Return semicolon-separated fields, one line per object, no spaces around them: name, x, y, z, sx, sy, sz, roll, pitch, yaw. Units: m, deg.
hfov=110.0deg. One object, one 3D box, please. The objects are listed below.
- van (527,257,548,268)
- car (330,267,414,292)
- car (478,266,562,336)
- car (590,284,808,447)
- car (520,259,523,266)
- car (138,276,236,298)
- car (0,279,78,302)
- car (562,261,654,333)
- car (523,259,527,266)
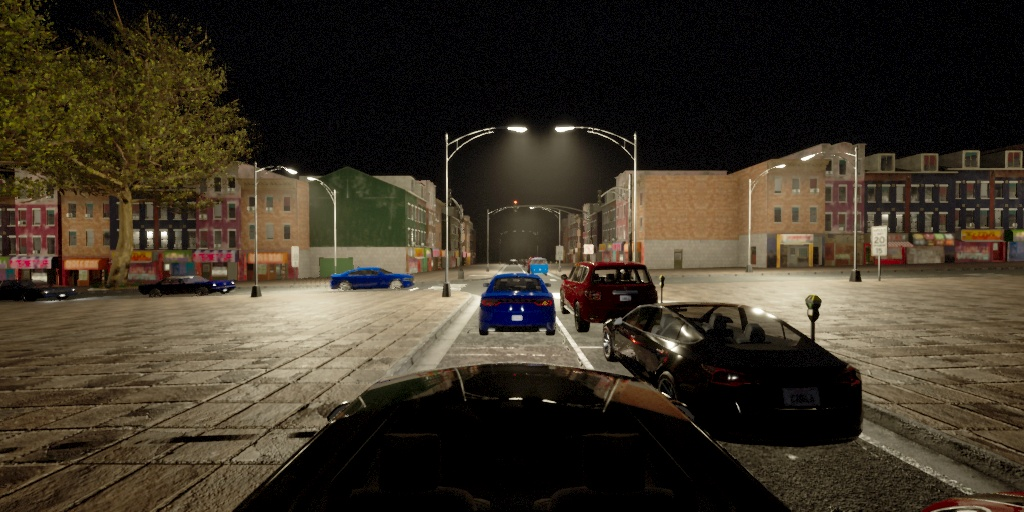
van;2.770;1.105;37.096;1.690;1.789;3.998;0;0;0
car;-8.771;1.443;22.668;5.008;1.535;1.882;-2;1;-4
car;0.147;1.227;10.460;1.882;1.535;5.008;0;0;1
car;2.647;1.315;5.333;1.948;1.339;4.313;0;0;0
car;2.874;1.359;64.127;2.007;1.370;4.403;0;0;0
car;-20.257;1.900;22.551;4.718;1.301;1.895;-2;1;0
car;-30.964;2.180;22.589;5.357;1.411;2.033;-2;1;1
car;2.668;1.064;10.736;2.192;1.841;5.009;0;0;0
car;2.791;1.085;42.502;2.192;1.841;5.009;0;0;0
